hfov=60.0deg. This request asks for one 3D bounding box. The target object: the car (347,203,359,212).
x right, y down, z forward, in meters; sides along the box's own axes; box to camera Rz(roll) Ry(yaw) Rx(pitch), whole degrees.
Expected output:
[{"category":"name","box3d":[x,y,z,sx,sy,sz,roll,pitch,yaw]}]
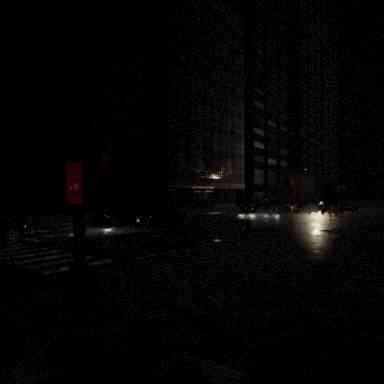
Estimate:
[{"category":"car","box3d":[23.412,2.275,49.517,2.033,1.411,5.357,0,-1,36]}]

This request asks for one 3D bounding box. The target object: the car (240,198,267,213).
[{"category":"car","box3d":[8.691,1.833,45.932,2.150,2.045,5.566,0,-1,36]}]

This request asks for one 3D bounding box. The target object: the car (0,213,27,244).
[{"category":"car","box3d":[-9.494,1.586,14.060,2.128,1.511,4.902,0,-1,24]}]

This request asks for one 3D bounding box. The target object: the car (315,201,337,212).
[{"category":"car","box3d":[20.780,2.231,51.425,2.128,1.511,4.902,0,-1,36]}]

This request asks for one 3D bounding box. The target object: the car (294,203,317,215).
[{"category":"car","box3d":[14.962,2.153,43.322,2.033,1.411,5.357,0,-1,36]}]

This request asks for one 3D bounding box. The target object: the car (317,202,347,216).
[{"category":"car","box3d":[17.369,2.093,41.104,1.837,1.490,4.892,0,-1,36]}]

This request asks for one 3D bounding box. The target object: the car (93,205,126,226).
[{"category":"car","box3d":[-5.503,1.762,26.417,1.882,1.535,5.008,0,-1,36]}]

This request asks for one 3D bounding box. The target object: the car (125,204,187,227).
[{"category":"car","box3d":[-2.330,1.777,25.258,2.128,1.511,4.902,0,-1,36]}]

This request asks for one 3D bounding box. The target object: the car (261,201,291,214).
[{"category":"car","box3d":[11.335,2.198,44.036,1.895,1.301,4.718,0,-1,37]}]
